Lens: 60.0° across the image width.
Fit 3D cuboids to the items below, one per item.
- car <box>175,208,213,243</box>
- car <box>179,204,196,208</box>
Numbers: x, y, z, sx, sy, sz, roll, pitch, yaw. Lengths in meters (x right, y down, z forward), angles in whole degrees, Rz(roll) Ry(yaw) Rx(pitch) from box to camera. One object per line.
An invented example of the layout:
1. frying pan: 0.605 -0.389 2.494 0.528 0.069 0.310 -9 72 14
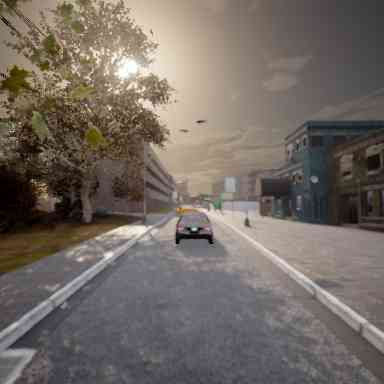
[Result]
1. car: 0.099 1.744 17.173 2.033 1.411 5.357 0 -1 0
2. car: -0.802 2.469 41.220 1.882 1.535 5.008 1 -3 -14
